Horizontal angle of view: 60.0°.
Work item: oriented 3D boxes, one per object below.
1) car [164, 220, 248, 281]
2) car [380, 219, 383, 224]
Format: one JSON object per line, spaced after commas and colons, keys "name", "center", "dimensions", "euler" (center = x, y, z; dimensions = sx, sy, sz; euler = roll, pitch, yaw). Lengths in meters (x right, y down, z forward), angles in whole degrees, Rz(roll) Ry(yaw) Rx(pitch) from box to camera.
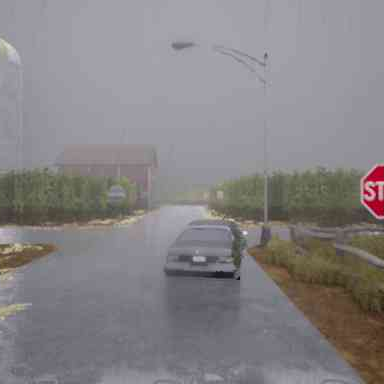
{"name": "car", "center": [0.616, 1.543, 9.925], "dimensions": [2.033, 1.411, 5.357], "euler": [0, 0, 10]}
{"name": "car", "center": [13.835, 1.244, 18.882], "dimensions": [5.566, 2.045, 2.150], "euler": [1, 0, 0]}
